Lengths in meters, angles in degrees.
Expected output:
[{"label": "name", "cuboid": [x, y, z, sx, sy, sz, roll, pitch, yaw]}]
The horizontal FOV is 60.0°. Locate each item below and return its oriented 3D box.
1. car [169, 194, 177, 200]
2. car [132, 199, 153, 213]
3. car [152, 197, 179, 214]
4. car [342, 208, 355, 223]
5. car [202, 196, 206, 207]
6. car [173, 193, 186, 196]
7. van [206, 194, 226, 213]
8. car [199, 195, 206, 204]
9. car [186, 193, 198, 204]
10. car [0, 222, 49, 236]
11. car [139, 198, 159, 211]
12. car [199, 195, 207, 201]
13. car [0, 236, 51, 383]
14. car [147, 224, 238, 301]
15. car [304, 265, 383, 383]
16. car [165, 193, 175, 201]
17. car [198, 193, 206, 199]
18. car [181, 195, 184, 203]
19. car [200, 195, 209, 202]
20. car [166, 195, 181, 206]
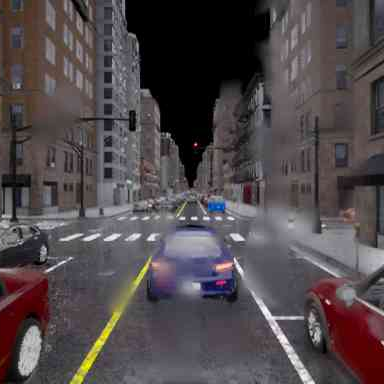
[{"label": "car", "cuboid": [-5.261, 1.401, 92.866, 1.967, 1.590, 4.097, 0, 0, 0]}, {"label": "car", "cuboid": [-5.340, 1.546, 36.048, 2.008, 1.369, 4.403, 0, 0, 0]}, {"label": "car", "cuboid": [-2.801, 1.560, 35.940, 1.994, 1.385, 4.181, 0, 0, 0]}, {"label": "car", "cuboid": [13.297, 1.439, 23.899, 4.553, 1.767, 2.097, 0, 0, 1]}, {"label": "car", "cuboid": [2.701, 1.576, 47.408, 1.802, 1.307, 4.206, 0, 0, 0]}, {"label": "car", "cuboid": [-2.656, 1.488, 69.259, 1.837, 1.490, 4.892, 0, 0, 0]}, {"label": "van", "cuboid": [2.685, 1.337, 36.046, 1.690, 1.788, 3.998, 0, 0, 0]}, {"label": "car", "cuboid": [2.717, 1.571, 58.771, 1.802, 1.307, 4.206, 0, 0, 0]}, {"label": "car", "cuboid": [0.140, 1.531, 65.797, 2.033, 1.411, 5.357, 0, 0, 0]}, {"label": "car", "cuboid": [-5.377, 1.550, 8.967, 2.008, 1.369, 4.403, 0, 0, 0]}, {"label": "car", "cuboid": [-5.332, 1.539, 41.730, 1.887, 1.381, 4.507, 0, 0, 0]}, {"label": "car", "cuboid": [2.756, 1.516, 87.177, 2.008, 1.369, 4.403, 0, 0, 0]}, {"label": "car", "cuboid": [-2.875, 1.477, 2.565, 1.882, 1.535, 5.008, 0, 0, 0]}, {"label": "car", "cuboid": [0.015, 1.525, 8.196, 1.812, 1.442, 4.674, 0, 0, 0]}, {"label": "car", "cuboid": [2.641, 1.440, 3.446, 1.967, 1.590, 4.097, 0, 0, 0]}, {"label": "car", "cuboid": [-5.277, 1.285, 81.503, 2.192, 1.841, 5.009, 0, 0, 0]}, {"label": "car", "cuboid": [2.725, 1.299, 64.453, 2.192, 1.841, 5.009, 0, 0, 0]}, {"label": "car", "cuboid": [-2.759, 1.555, 54.722, 1.994, 1.385, 4.181, 0, 0, 1]}, {"label": "car", "cuboid": [2.740, 1.415, 75.815, 1.967, 1.590, 4.097, 0, 0, 0]}, {"label": "car", "cuboid": [-2.789, 1.499, 44.794, 1.837, 1.490, 4.892, 0, 0, 0]}]
